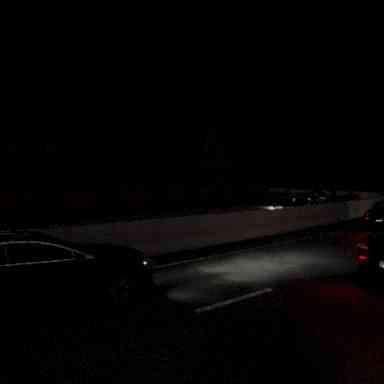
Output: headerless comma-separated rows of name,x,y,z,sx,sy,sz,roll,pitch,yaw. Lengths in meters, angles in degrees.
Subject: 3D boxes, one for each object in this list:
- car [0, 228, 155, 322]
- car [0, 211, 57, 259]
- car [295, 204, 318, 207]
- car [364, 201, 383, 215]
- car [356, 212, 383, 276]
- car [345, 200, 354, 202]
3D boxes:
car,-3.061,1.481,6.054,4.902,1.511,2.128,-1,1,-35
car,-7.713,1.554,11.465,5.357,1.411,2.033,-1,1,-35
car,12.639,0.797,36.736,2.097,1.767,4.553,-1,1,35
car,10.698,1.188,17.763,4.674,1.442,1.812,-1,1,-45
car,5.941,1.352,8.595,4.674,1.442,1.812,-1,1,-40
car,20.385,0.834,42.392,1.994,1.385,4.181,-1,1,30
